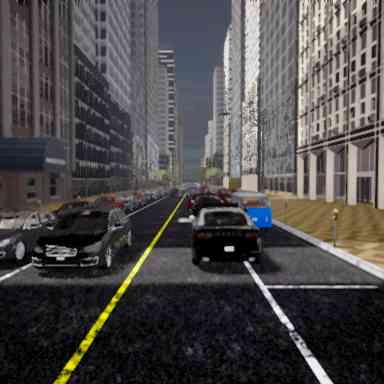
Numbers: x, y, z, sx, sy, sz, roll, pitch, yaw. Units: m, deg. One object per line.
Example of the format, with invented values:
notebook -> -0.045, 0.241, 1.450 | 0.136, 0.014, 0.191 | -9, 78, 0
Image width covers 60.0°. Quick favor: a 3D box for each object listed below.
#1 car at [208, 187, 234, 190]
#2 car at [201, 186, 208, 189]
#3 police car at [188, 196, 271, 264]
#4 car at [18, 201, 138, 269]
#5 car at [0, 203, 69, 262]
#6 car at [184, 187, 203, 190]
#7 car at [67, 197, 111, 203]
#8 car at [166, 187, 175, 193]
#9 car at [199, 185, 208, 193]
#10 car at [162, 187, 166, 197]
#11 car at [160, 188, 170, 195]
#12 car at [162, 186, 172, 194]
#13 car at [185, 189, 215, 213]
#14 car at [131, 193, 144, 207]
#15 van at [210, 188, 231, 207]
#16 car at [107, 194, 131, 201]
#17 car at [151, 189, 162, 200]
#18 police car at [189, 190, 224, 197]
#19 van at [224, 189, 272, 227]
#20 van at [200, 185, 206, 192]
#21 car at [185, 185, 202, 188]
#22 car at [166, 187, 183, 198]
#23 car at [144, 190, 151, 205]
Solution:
car -> 2.774, 0.599, 27.736 | 2.192, 1.841, 5.009 | -1, 1, 0
car -> 2.874, 0.105, 56.151 | 2.008, 1.369, 4.403 | -1, 1, 0
police car -> 0.936, 1.143, 10.839 | 1.930, 1.638, 5.238 | 0, 1, 0
car -> -3.066, 1.240, 10.195 | 1.837, 1.490, 4.892 | 0, 1, 0
car -> -5.662, 1.273, 10.726 | 2.008, 1.369, 4.403 | -1, 1, 0
car -> 0.177, 0.364, 48.035 | 1.895, 1.301, 4.718 | 0, 1, 1
car -> -5.642, 1.142, 16.408 | 1.947, 1.339, 4.313 | -1, 1, 0
car -> -5.411, -0.646, 84.418 | 1.752, 1.417, 4.829 | -1, 1, 0
car -> 2.968, -0.862, 84.554 | 2.192, 1.841, 5.009 | -1, 1, 0
car -> -5.507, 0.106, 56.179 | 2.008, 1.369, 4.403 | -1, 1, 0
car -> -5.468, -0.155, 67.544 | 1.802, 1.307, 4.206 | -1, 1, 0
car -> -5.450, -0.443, 73.222 | 1.967, 1.590, 4.097 | -1, 1, 0
car -> 0.734, 0.785, 26.825 | 1.882, 1.535, 5.008 | 0, 1, 7
car -> -5.604, 0.836, 27.771 | 2.008, 1.369, 4.403 | -1, 1, 0
van -> 2.794, 0.479, 33.419 | 1.690, 1.788, 3.998 | -1, 1, 0
car -> -5.623, 0.976, 22.089 | 1.887, 1.381, 4.507 | -1, 1, 0
car -> -5.546, 0.398, 44.816 | 2.008, 1.369, 4.403 | -1, 1, 0
police car -> 0.970, 0.886, 20.837 | 1.930, 1.638, 5.238 | 0, 1, 0
van -> 2.736, 0.916, 16.373 | 1.690, 1.788, 3.998 | -1, 1, 0
van -> 2.988, -0.982, 90.236 | 1.690, 1.788, 3.998 | -1, 1, 0
car -> 0.210, -0.236, 61.697 | 2.097, 1.767, 4.553 | 0, 1, 0
car -> -2.815, 0.164, 54.329 | 1.837, 1.490, 4.892 | 0, 1, 0
car -> -5.584, 0.721, 33.454 | 1.802, 1.307, 4.206 | -1, 1, 0
